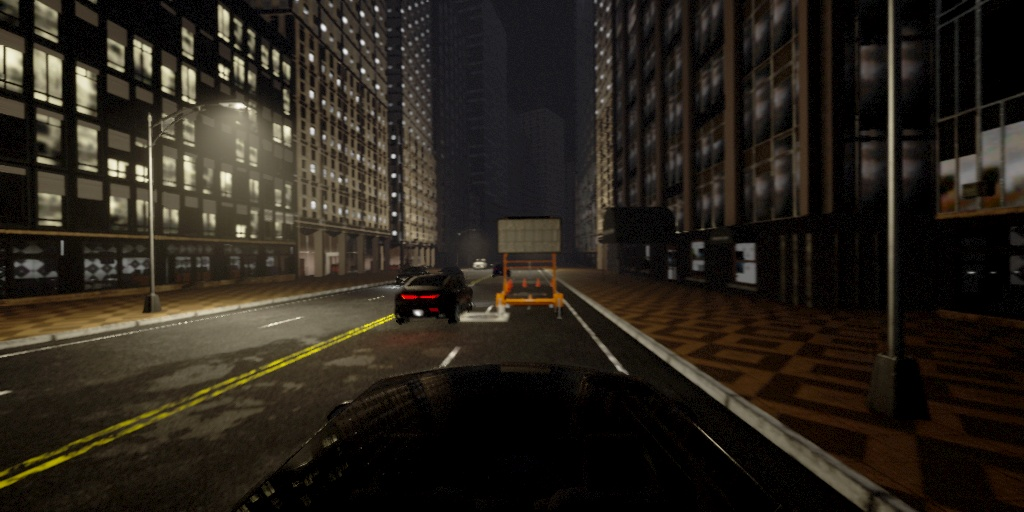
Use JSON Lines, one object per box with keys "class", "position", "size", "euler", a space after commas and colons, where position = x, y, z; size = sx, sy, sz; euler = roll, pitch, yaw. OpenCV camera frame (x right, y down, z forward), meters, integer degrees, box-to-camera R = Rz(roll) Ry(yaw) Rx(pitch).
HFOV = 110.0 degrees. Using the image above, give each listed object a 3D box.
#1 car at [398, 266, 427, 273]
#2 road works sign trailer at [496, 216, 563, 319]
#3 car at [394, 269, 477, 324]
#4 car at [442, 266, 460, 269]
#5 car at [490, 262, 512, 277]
{"class": "car", "position": [-8.345, 1.618, 30.450], "size": [1.837, 1.490, 4.892], "euler": [-1, -1, 3]}
{"class": "road works sign trailer", "position": [0.679, 0.320, 13.384], "size": [2.380, 3.560, 2.880], "euler": [0, 0, 4]}
{"class": "car", "position": [-2.531, 1.384, 12.539], "size": [1.837, 1.490, 4.892], "euler": [-1, -1, 3]}
{"class": "car", "position": [-5.119, 1.601, 29.907], "size": [1.812, 1.442, 4.674], "euler": [-1, -1, 3]}
{"class": "car", "position": [-1.089, 1.623, 41.539], "size": [1.882, 1.535, 5.008], "euler": [-1, 0, 3]}
